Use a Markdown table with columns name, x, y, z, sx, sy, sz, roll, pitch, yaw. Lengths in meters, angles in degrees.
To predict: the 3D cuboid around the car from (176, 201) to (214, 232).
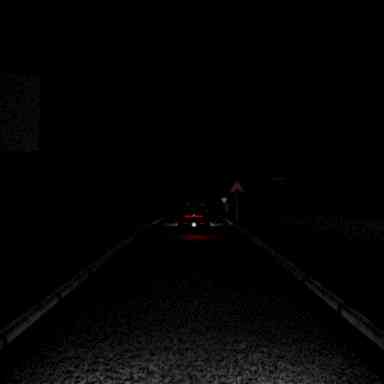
| name | x | y | z | sx | sy | sz | roll | pitch | yaw |
| --- | --- | --- | --- | --- | --- | --- | --- | --- | --- |
| car | 0.120 | 1.509 | 20.060 | 1.837 | 1.490 | 4.892 | 0 | -1 | 0 |

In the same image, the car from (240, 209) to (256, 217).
| name | x | y | z | sx | sy | sz | roll | pitch | yaw |
| --- | --- | --- | --- | --- | --- | --- | --- | --- | --- |
| car | 10.828 | 4.744 | 74.371 | 2.435 | 2.045 | 5.566 | 8 | -6 | -30 |

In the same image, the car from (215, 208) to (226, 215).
| name | x | y | z | sx | sy | sz | roll | pitch | yaw |
| --- | --- | --- | --- | --- | --- | --- | --- | --- | --- |
| car | 4.859 | 4.297 | 73.324 | 2.185 | 1.767 | 4.553 | 5 | -5 | -31 |

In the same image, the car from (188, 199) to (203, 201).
| name | x | y | z | sx | sy | sz | roll | pitch | yaw |
| --- | --- | --- | --- | --- | --- | --- | --- | --- | --- |
| car | 0.467 | 1.842 | 37.202 | 2.150 | 2.045 | 5.566 | 0 | -4 | 2 |

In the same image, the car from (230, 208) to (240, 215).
| name | x | y | z | sx | sy | sz | roll | pitch | yaw |
| --- | --- | --- | --- | --- | --- | --- | --- | --- | --- |
| car | 7.831 | 4.561 | 73.816 | 2.185 | 1.767 | 4.553 | 7 | -6 | -30 |

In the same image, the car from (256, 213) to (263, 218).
| name | x | y | z | sx | sy | sz | roll | pitch | yaw |
| --- | --- | --- | --- | --- | --- | --- | --- | --- | --- |
| car | 13.661 | 5.300 | 75.055 | 1.946 | 1.575 | 5.366 | 7 | -6 | -30 |
